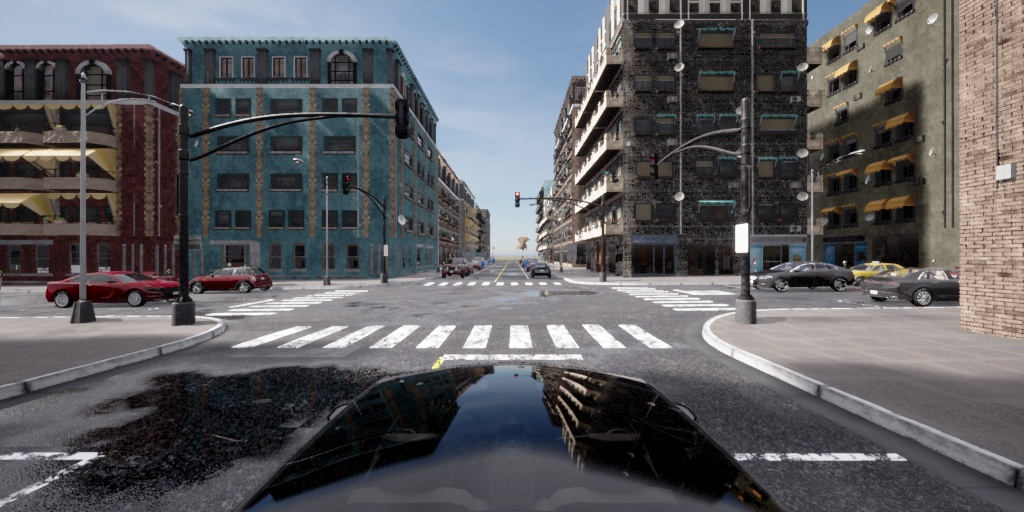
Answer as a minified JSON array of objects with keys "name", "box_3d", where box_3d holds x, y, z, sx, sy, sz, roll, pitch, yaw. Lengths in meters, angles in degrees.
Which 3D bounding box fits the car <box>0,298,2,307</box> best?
[{"name":"car","box_3d":[-22.467,1.443,13.682,4.097,1.591,1.967,0,0,1]}]

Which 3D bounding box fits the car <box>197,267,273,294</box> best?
[{"name":"car","box_3d":[-16.861,1.388,21.515,4.097,1.591,1.967,0,0,1]}]

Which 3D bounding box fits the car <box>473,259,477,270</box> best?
[{"name":"car","box_3d":[-5.229,1.289,39.191,1.888,1.381,4.507,0,0,0]}]

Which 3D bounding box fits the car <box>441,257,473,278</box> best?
[{"name":"car","box_3d":[-5.242,1.060,33.639,2.192,1.841,5.009,0,0,0]}]

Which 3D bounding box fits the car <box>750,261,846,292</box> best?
[{"name":"car","box_3d":[14.929,1.041,18.723,4.902,1.511,2.128,-1,0,1]}]

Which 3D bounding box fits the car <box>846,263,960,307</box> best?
[{"name":"car","box_3d":[15.627,1.082,13.298,4.403,1.370,2.007,0,0,1]}]

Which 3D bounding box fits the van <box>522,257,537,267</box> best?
[{"name":"van","box_3d":[2.678,1.078,50.277,1.690,1.789,3.998,0,0,0]}]

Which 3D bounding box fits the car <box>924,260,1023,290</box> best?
[{"name":"car","box_3d":[24.797,0.953,18.622,4.674,1.442,1.812,-1,0,0]}]

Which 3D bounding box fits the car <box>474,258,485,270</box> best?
[{"name":"car","box_3d":[-5.202,1.283,50.295,1.888,1.381,4.507,0,0,0]}]

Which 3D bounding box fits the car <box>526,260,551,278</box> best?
[{"name":"car","box_3d":[2.638,1.311,33.621,1.948,1.339,4.313,0,0,0]}]

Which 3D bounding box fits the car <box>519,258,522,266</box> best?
[{"name":"car","box_3d":[2.705,1.171,61.381,1.967,1.591,4.097,0,0,0]}]

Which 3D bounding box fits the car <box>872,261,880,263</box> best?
[{"name":"car","box_3d":[21.177,1.000,21.123,4.829,1.417,1.751,0,0,1]}]

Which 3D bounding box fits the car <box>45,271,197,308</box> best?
[{"name":"car","box_3d":[-17.617,1.426,16.103,5.008,1.535,1.882,-1,0,0]}]

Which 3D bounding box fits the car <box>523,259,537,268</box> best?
[{"name":"car","box_3d":[2.665,1.323,44.725,1.802,1.307,4.207,0,0,0]}]
